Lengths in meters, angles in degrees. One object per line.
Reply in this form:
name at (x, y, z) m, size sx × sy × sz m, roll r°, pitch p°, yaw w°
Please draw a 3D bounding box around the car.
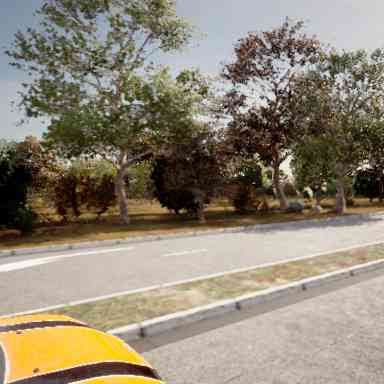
car at (-2.195, 1.360, 1.566) m, size 4.553 × 1.767 × 2.097 m, roll -1°, pitch 0°, yaw -36°
